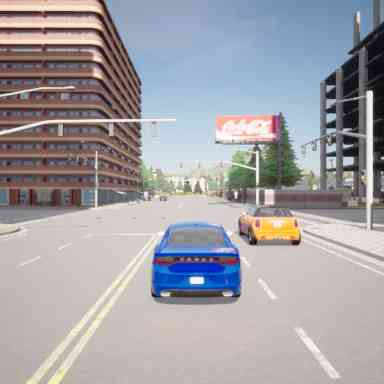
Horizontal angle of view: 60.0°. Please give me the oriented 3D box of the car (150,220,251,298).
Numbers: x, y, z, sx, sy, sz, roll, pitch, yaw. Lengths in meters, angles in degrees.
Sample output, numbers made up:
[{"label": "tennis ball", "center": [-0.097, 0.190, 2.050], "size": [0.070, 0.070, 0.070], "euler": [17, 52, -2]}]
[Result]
[{"label": "car", "center": [0.085, 1.478, 8.598], "size": [1.882, 1.535, 5.008], "euler": [0, 0, 0]}]

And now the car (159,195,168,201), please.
[{"label": "car", "center": [-7.148, 1.524, 82.405], "size": [1.812, 1.442, 4.674], "euler": [0, 0, 0]}]

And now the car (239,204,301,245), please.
[{"label": "car", "center": [3.472, 1.352, 15.687], "size": [2.097, 1.767, 4.553], "euler": [0, 0, 0]}]
